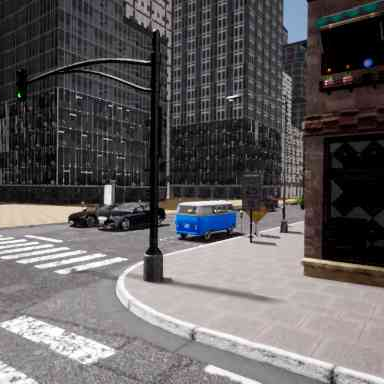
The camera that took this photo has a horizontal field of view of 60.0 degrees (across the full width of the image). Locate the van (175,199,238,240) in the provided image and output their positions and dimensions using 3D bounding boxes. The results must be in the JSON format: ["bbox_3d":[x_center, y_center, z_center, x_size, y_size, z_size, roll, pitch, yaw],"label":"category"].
[{"bbox_3d":[0.836,1.368,17.018,1.690,1.788,3.998,1,1,35],"label":"van"}]

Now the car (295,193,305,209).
[{"bbox_3d":[15.419,1.159,42.093,2.150,2.045,5.566,1,1,36],"label":"car"}]

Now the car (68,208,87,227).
[{"bbox_3d":[-5.996,1.467,21.879,1.947,1.339,4.313,1,1,35],"label":"car"}]

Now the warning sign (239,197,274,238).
[{"bbox_3d":[3.117,1.177,16.124,1.300,1.860,1.060,1,1,35],"label":"warning sign"}]

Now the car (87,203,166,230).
[{"bbox_3d":[-3.659,1.431,20.695,2.128,1.511,4.902,1,1,35],"label":"car"}]

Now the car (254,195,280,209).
[{"bbox_3d":[10.039,1.293,44.419,1.967,1.590,4.097,1,1,35],"label":"car"}]

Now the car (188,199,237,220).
[{"bbox_3d":[1.861,1.426,28.451,1.837,1.490,4.892,1,1,36],"label":"car"}]

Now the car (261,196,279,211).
[{"bbox_3d":[7.754,1.429,36.731,1.812,1.442,4.674,1,1,36],"label":"car"}]

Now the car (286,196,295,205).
[{"bbox_3d":[16.354,1.363,53.298,1.752,1.417,4.829,1,1,35],"label":"car"}]
